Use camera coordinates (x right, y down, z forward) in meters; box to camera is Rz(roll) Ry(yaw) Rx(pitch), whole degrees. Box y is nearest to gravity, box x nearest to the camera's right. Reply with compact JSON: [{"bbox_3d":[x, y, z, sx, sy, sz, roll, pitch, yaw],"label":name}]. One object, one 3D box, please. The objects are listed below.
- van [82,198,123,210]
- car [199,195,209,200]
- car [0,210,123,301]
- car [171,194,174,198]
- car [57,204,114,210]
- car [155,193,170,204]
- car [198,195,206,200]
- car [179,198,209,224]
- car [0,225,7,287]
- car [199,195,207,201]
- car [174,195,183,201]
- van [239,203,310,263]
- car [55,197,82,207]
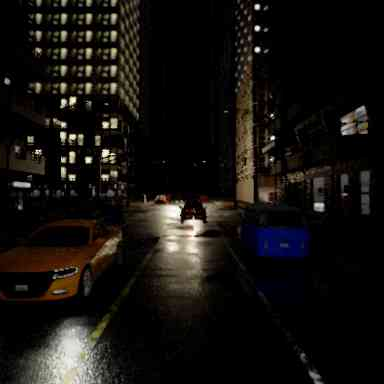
[{"bbox_3d":[-5.804,1.306,22.620,1.690,1.788,3.998,1,0,0],"label":"van"},{"bbox_3d":[2.718,1.471,71.897,1.802,1.307,4.206,1,0,0],"label":"car"},{"bbox_3d":[-3.095,1.464,8.538,1.882,1.535,5.008,0,0,0],"label":"car"},{"bbox_3d":[-5.657,1.204,71.837,2.192,1.841,5.009,1,0,0],"label":"car"},{"bbox_3d":[-5.640,1.540,17.079,1.947,1.339,4.313,1,0,0],"label":"car"},{"bbox_3d":[-5.661,1.346,60.687,1.967,1.590,4.097,1,0,0],"label":"car"},{"bbox_3d":[2.722,1.429,88.630,1.947,1.339,4.313,1,0,0],"label":"car"},{"bbox_3d":[0.105,1.467,24.535,1.837,1.490,4.892,0,0,0],"label":"car"},{"bbox_3d":[-5.642,1.542,5.999,2.008,1.369,4.403,1,0,0],"label":"car"},{"bbox_3d":[2.722,1.397,83.223,1.752,1.417,4.829,1,0,0],"label":"car"},{"bbox_3d":[-2.984,1.416,80.316,2.033,1.411,5.357,0,0,0],"label":"car"},{"bbox_3d":[2.711,1.324,11.590,1.690,1.788,3.998,1,0,0],"label":"van"},{"bbox_3d":[-16.482,1.428,45.269,4.097,1.590,1.967,0,-1,0],"label":"car"}]
